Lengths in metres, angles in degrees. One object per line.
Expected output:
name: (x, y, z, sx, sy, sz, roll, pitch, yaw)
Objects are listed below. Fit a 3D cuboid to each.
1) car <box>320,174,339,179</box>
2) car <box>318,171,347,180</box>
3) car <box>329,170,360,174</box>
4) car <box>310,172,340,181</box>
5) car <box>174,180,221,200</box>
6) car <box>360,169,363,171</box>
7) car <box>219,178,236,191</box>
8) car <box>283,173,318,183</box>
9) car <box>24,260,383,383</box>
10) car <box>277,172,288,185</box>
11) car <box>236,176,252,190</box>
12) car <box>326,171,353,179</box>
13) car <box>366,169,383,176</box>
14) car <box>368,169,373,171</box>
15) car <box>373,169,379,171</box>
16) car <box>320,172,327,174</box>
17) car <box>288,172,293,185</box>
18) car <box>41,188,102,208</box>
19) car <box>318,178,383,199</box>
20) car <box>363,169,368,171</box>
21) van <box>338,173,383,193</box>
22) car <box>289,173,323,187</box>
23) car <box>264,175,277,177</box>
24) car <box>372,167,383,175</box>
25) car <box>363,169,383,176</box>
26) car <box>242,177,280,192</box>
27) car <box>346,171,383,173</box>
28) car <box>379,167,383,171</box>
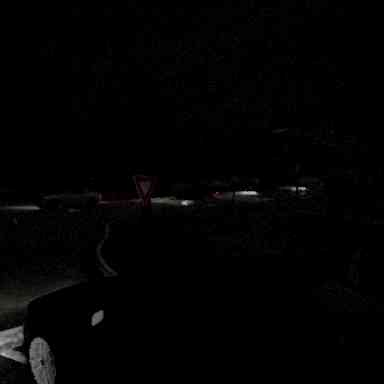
car: (18.851, -1.053, 41.006, 1.882, 1.535, 5.008, -5, 5, -31)
car: (27.404, -3.208, 64.907, 4.892, 1.521, 2.231, 1, 5, 29)
car: (25.013, -2.414, 54.420, 4.553, 1.767, 2.097, -5, 6, -41)
car: (25.171, -3.005, 63.014, 5.008, 1.535, 2.097, 1, 4, 29)
car: (0.330, -0.138, 34.804, 5.008, 1.535, 1.882, -5, 6, -41)
car: (31.860, -3.619, 68.706, 5.008, 1.535, 2.097, 1, 5, 30)
car: (2.938, -0.901, 43.831, 4.674, 1.452, 2.002, 1, 4, 29)
car: (18.669, -2.390, 57.195, 5.366, 1.575, 1.946, 1, 4, 29)
car: (0.230, 1.463, 3.344, 5.008, 1.535, 1.882, 1, 1, 37)
car: (11.857, -1.894, 51.506, 4.553, 1.767, 2.185, 1, 5, 29)
car: (5.188, -1.119, 45.746, 4.792, 1.488, 2.163, 1, 4, 29)
car: (29.631, -3.413, 66.804, 4.892, 1.521, 2.231, 1, 5, 30)
car: (45.096, -4.761, 80.165, 5.366, 1.575, 1.946, 1, 5, 30)
car: (36.319, -3.981, 72.514, 4.674, 1.452, 2.002, 1, 4, 30)
car: (38.569, -4.337, 74.369, 4.553, 1.767, 2.185, 1, 5, 30)
car: (20.723, -2.594, 59.201, 5.008, 1.535, 2.097, 1, 4, 29)
car: (14.059, -1.977, 53.463, 5.008, 1.535, 2.097, 1, 4, 29)
car: (-9.711, 0.432, 27.080, 4.674, 1.442, 1.812, -1, 4, -31)
car: (15.267, -0.208, 32.081, 5.008, 1.535, 2.097, 2, 6, 31)
car: (34.107, -3.946, 70.581, 4.553, 1.767, 2.185, 1, 5, 30)
van: (17.696, -0.634, 33.878, 4.442, 1.987, 1.878, 2, 6, 31)
car: (16.615, -1.538, 48.137, 4.674, 1.442, 1.812, -4, 6, -34)
car: (9.584, -1.533, 49.623, 4.792, 1.488, 2.163, 1, 5, 29)
car: (47.461, -5.172, 81.955, 5.566, 2.045, 2.435, 1, 4, 30)
car: (43.014, -4.579, 78.186, 5.008, 1.535, 2.097, 1, 4, 30)
car: (8.739, -0.821, 41.974, 4.181, 1.385, 1.994, -5, 6, -39)
car: (19.893, -0.871, 35.824, 5.566, 2.045, 2.435, 2, 7, 31)
car: (40.788, -4.400, 76.286, 5.008, 1.535, 2.097, 1, 5, 30)
